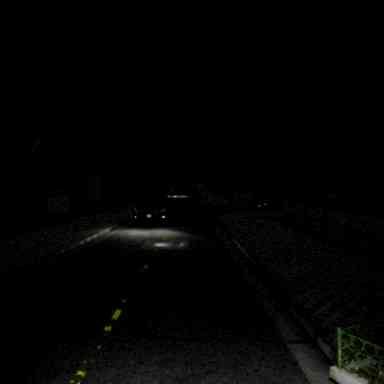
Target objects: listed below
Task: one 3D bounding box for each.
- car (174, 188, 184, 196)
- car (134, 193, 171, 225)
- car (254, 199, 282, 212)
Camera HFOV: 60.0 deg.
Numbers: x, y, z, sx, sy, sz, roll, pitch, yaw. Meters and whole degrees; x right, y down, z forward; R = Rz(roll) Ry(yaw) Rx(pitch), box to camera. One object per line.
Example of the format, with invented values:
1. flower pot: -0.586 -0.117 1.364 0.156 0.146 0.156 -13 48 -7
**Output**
1. car: -2.727 0.012 70.484 1.837 1.490 4.892 0 2 0
2. car: -2.742 1.143 23.976 2.150 2.045 5.566 0 0 0
3. car: 8.709 1.394 35.408 4.181 1.385 1.994 0 0 -29
